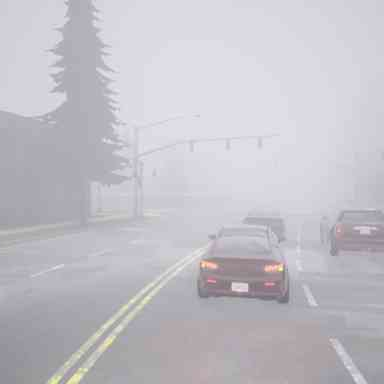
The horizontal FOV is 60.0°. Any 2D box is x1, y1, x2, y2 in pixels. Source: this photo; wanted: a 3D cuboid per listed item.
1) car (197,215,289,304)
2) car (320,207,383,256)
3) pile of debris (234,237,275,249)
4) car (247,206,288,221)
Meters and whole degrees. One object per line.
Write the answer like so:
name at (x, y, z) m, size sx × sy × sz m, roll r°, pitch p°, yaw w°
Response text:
car at (1.319, 1.523, 8.162) m, size 1.812 × 1.442 × 4.674 m, roll 0°, pitch 0°, yaw 12°
car at (6.278, 1.346, 12.954) m, size 2.097 × 1.767 × 4.553 m, roll 0°, pitch 0°, yaw 16°
pile of debris at (2.724, 2.170, 14.249) m, size 1.500 × 0.140 × 1.860 m, roll 0°, pitch 0°, yaw 18°
car at (3.821, 1.471, 17.078) m, size 1.882 × 1.535 × 5.008 m, roll 0°, pitch 0°, yaw 18°
